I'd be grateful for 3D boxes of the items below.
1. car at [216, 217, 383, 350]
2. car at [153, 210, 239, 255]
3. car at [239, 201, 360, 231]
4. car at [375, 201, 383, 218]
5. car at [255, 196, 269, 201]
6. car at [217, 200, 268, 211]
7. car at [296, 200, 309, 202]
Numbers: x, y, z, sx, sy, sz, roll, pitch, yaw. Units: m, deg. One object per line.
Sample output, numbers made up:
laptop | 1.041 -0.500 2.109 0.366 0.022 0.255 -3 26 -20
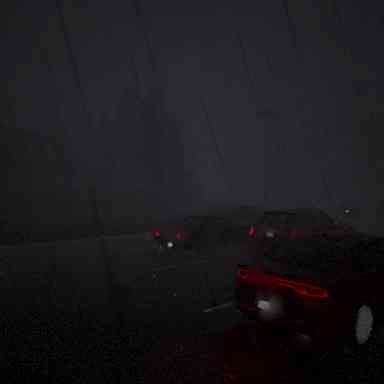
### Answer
car | 2.968 1.489 6.372 5.008 1.535 1.882 0 0 -39
car | 0.850 1.634 13.666 4.718 1.301 1.895 0 0 -41
car | 4.048 1.374 11.955 4.553 1.767 2.097 0 0 -42
car | 18.019 1.533 30.381 2.128 1.511 4.902 0 0 23
car | 17.911 1.701 84.679 1.812 1.442 4.674 0 0 -21
car | 3.156 1.524 20.742 1.882 1.535 5.008 0 0 44
car | 13.743 1.639 40.943 1.994 1.385 4.181 0 0 9
